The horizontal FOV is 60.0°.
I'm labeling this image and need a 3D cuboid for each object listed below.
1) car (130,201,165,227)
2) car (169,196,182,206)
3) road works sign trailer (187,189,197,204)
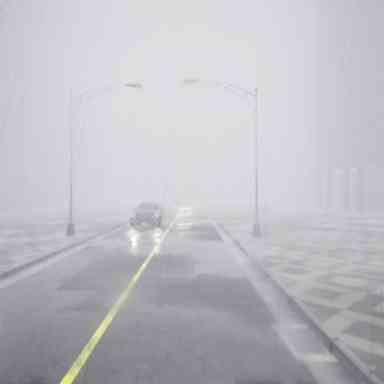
[{"bbox_3d":[-3.092,1.490,23.821,2.097,1.767,4.553,0,0,0],"label":"car"},{"bbox_3d":[-2.991,1.995,64.862,2.033,1.411,5.357,0,0,0],"label":"car"},{"bbox_3d":[0.019,0.975,74.457,2.380,3.560,2.880,0,0,0],"label":"road works sign trailer"}]
